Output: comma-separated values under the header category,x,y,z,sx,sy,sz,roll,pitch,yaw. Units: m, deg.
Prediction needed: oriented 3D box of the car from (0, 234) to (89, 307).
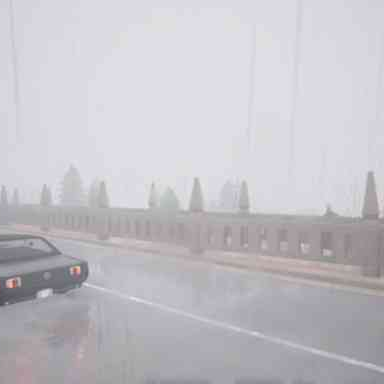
category,x,y,z,sx,sy,sz,roll,pitch,yaw
car,-4.515,1.638,7.707,4.718,1.301,1.895,0,0,39
